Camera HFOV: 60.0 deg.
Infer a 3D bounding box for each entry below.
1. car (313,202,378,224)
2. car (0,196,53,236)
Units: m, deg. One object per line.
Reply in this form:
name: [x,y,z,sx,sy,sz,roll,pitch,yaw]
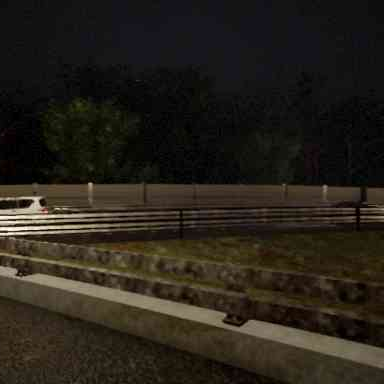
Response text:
car: [11.558,1.500,25.133,5.008,1.535,1.882,0,0,-16]
car: [-10.702,1.331,18.450,5.566,2.045,2.150,-2,1,-15]
